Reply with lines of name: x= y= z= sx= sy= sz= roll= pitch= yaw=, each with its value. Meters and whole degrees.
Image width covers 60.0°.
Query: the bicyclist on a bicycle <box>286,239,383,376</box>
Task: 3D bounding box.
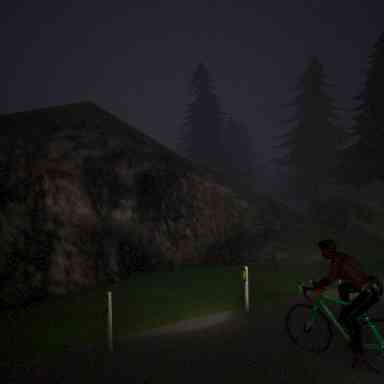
bicyclist on a bicycle: x=1.983 y=1.461 z=4.390 sx=1.656 sy=1.620 sz=0.582 roll=-3 pitch=-2 yaw=43
